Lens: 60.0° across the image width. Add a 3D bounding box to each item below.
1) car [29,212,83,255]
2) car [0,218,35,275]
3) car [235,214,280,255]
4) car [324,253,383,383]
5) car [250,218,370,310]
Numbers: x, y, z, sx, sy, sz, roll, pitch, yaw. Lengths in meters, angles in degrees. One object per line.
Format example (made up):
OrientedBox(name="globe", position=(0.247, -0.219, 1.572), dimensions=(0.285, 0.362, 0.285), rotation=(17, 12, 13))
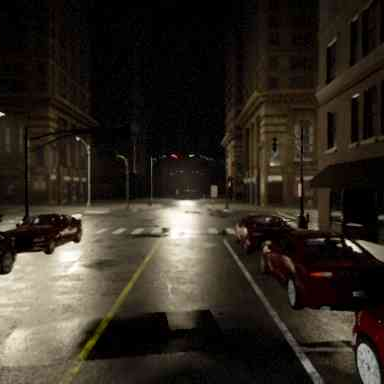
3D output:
OrientedBox(name="car", position=(-5.765, 1.542, 13.224), dimensions=(1.887, 1.381, 4.507), rotation=(-1, 0, 0))
OrientedBox(name="car", position=(-5.769, 1.549, 7.718), dimensions=(2.008, 1.369, 4.403), rotation=(-1, 0, 0))
OrientedBox(name="car", position=(2.760, 1.542, 13.218), dimensions=(1.887, 1.381, 4.507), rotation=(-1, 0, 0))
OrientedBox(name="car", position=(2.752, 1.544, 2.207), dimensions=(1.887, 1.381, 4.507), rotation=(-1, 0, 0))
OrientedBox(name="car", position=(2.756, 1.543, 7.712), dimensions=(1.887, 1.381, 4.507), rotation=(-1, 0, 0))
